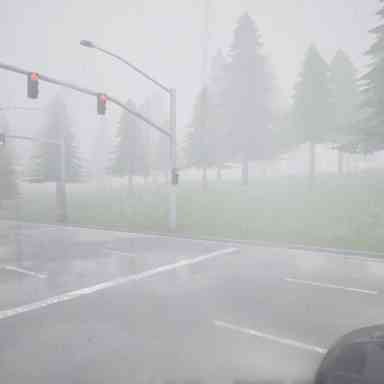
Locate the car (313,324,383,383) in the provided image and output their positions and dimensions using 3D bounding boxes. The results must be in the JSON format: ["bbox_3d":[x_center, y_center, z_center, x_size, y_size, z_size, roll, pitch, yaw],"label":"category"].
[{"bbox_3d":[3.180,1.505,1.718,4.892,1.490,1.837,0,0,36],"label":"car"}]
